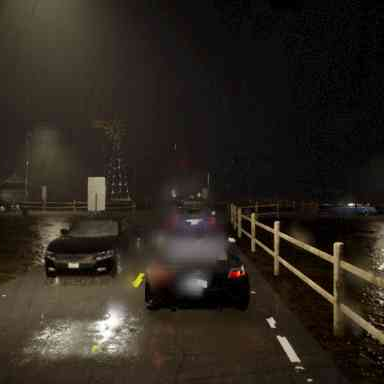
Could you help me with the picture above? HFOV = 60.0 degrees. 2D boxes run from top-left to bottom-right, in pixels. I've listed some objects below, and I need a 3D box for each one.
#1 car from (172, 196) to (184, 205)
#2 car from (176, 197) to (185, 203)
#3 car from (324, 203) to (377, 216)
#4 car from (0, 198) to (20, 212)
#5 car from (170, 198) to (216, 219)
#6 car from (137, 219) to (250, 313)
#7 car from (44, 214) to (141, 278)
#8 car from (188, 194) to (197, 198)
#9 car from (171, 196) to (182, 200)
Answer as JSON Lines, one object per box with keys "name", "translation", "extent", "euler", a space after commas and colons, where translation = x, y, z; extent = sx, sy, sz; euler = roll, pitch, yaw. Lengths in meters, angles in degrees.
{"name": "car", "translation": [-2.691, 1.613, 66.398], "extent": [2.097, 1.767, 4.553], "euler": [0, 0, 1]}
{"name": "car", "translation": [-2.645, 1.933, 76.617], "extent": [1.895, 1.301, 4.718], "euler": [0, 0, 0]}
{"name": "car", "translation": [17.898, 1.951, 37.702], "extent": [5.357, 1.411, 2.033], "euler": [1, -2, 0]}
{"name": "car", "translation": [-20.263, 1.292, 34.124], "extent": [4.892, 1.490, 1.837], "euler": [1, -2, 0]}
{"name": "car", "translation": [0.118, 1.380, 16.428], "extent": [2.097, 1.767, 4.553], "euler": [0, 0, 0]}
{"name": "car", "translation": [0.108, 1.573, 7.785], "extent": [1.994, 1.385, 4.181], "euler": [0, 0, 0]}
{"name": "car", "translation": [-2.820, 1.492, 10.439], "extent": [1.882, 1.535, 5.008], "euler": [0, 0, 0]}
{"name": "car", "translation": [0.136, 1.724, 95.305], "extent": [2.150, 2.045, 5.566], "euler": [0, -1, 0]}
{"name": "car", "translation": [-2.747, 1.677, 57.149], "extent": [1.882, 1.535, 5.008], "euler": [0, 0, 0]}
